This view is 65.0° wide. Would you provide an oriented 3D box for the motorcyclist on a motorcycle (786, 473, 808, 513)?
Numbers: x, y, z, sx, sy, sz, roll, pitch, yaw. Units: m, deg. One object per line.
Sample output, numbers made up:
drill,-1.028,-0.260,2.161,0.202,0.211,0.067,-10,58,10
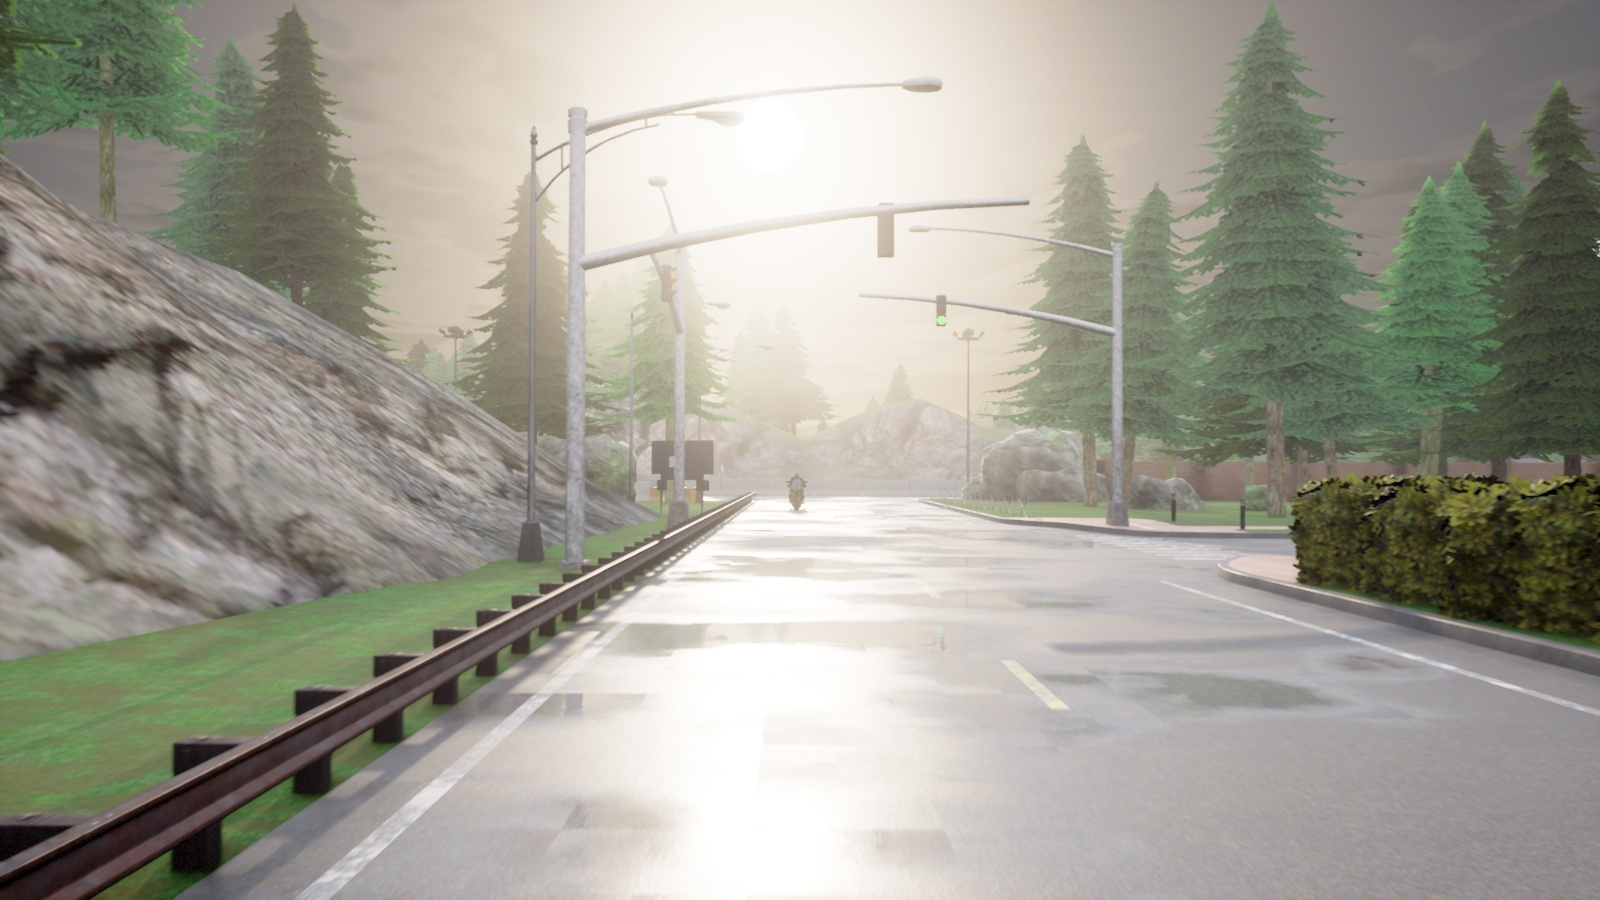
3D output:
motorcyclist on a motorcycle,-0.120,1.684,49.791,0.866,1.530,2.191,0,-1,0
